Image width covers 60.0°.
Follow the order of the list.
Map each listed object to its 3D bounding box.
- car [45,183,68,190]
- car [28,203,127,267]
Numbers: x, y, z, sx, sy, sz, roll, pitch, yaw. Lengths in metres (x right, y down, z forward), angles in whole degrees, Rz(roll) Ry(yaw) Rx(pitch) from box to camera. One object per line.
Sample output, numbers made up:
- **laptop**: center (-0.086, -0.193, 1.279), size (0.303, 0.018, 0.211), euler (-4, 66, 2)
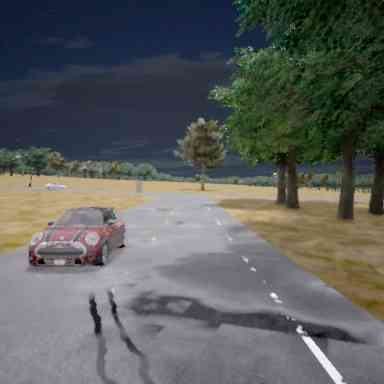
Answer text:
- **car**: center (-28.912, -1.173, 70.926), size (4.674, 1.442, 1.812), euler (2, 2, 1)
- **car**: center (-3.600, 1.299, 11.266), size (2.097, 1.767, 4.553), euler (0, 1, 0)
